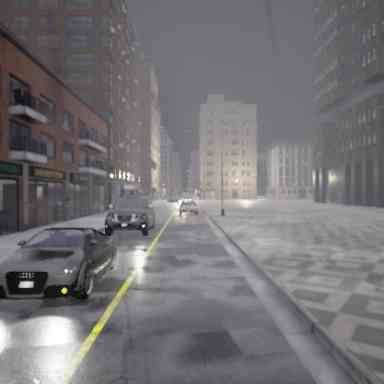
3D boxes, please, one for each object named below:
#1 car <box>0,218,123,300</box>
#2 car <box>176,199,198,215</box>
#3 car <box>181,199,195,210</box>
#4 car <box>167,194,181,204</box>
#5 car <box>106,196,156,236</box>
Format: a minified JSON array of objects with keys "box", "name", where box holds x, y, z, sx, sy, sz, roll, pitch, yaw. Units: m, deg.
[{"box":[-3.207,1.589,8.357,1.994,1.385,4.181,0,0,-1],"name":"car"},{"box":[-0.382,1.651,34.546,1.895,1.301,4.718,0,0,-1],"name":"car"},{"box":[-0.548,1.668,45.992,1.895,1.301,4.718,0,0,-1],"name":"car"},{"box":[-3.982,1.463,68.712,2.097,1.767,4.553,0,0,-1],"name":"car"},{"box":[-3.352,1.262,19.059,2.150,2.045,5.566,0,0,-1],"name":"car"}]
